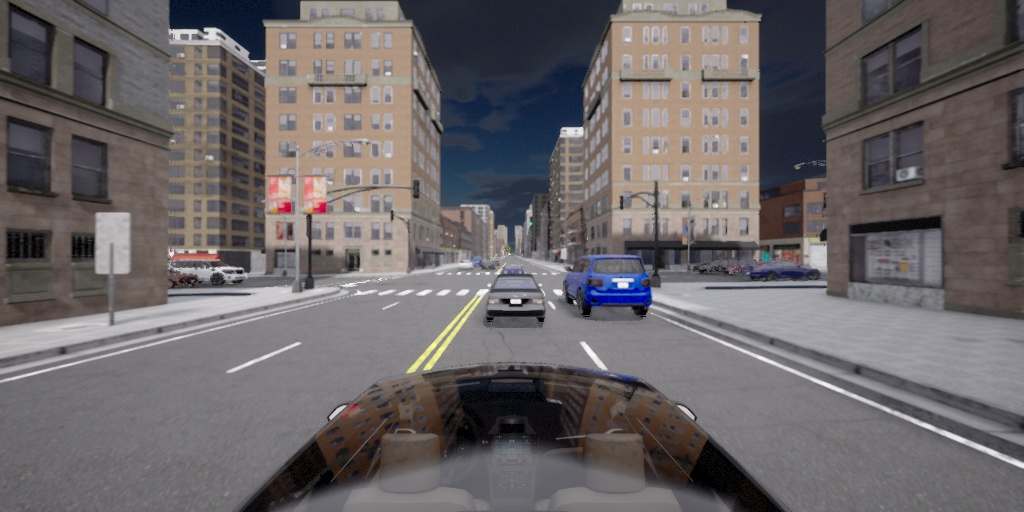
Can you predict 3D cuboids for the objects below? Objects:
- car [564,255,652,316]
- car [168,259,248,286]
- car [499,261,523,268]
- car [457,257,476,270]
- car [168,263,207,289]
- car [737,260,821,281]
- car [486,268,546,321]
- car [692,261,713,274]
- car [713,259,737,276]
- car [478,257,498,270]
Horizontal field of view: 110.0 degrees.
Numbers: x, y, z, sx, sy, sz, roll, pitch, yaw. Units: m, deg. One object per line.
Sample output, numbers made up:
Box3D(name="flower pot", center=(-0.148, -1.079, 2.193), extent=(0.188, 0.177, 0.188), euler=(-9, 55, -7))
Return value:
Box3D(name="car", center=(3.343, 0.974, 13.469), extent=(2.150, 2.045, 5.566), euler=(0, 0, 0))
Box3D(name="car", center=(-24.132, 1.260, 28.290), extent=(5.566, 2.045, 2.150), euler=(-1, 0, 0))
Box3D(name="car", center=(0.064, 1.354, 32.053), extent=(1.895, 1.301, 4.718), euler=(0, 0, 0))
Box3D(name="car", center=(-6.632, 1.266, 51.444), extent=(1.812, 1.442, 4.674), euler=(0, 0, 0))
Box3D(name="car", center=(-24.800, 1.515, 25.040), extent=(5.008, 1.535, 1.882), euler=(-1, 0, 0))
Box3D(name="car", center=(18.766, 1.002, 25.009), extent=(4.674, 1.442, 1.812), euler=(-1, 0, 1))
Box3D(name="car", center=(0.101, 1.299, 12.388), extent=(2.033, 1.411, 5.357), euler=(0, 0, 0))
Box3D(name="car", center=(20.534, 1.031, 34.896), extent=(5.357, 1.411, 2.033), euler=(-1, 0, 0))
Box3D(name="car", center=(20.640, 1.036, 31.644), extent=(4.181, 1.385, 1.994), euler=(-1, 0, 0))
Box3D(name="car", center=(-3.381, 1.245, 51.453), extent=(1.837, 1.490, 4.892), euler=(0, 0, 0))
